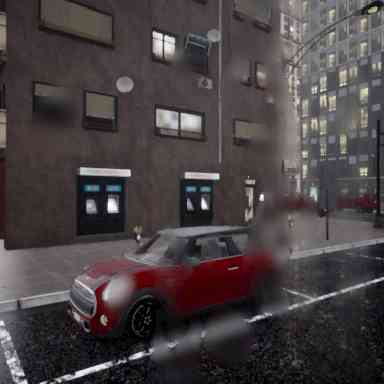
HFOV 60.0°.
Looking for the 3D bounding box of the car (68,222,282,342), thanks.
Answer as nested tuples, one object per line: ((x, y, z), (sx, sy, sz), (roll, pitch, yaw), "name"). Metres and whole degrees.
((-0.197, 1.440, 6.415), (4.097, 1.590, 1.967), (0, 0, -35), "car")

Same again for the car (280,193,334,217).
((8.680, 1.010, 27.326), (2.192, 1.841, 5.009), (2, 0, -36), "car")

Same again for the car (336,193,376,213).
((15.424, 1.030, 32.300), (2.192, 1.841, 5.009), (1, 0, -36), "car")
